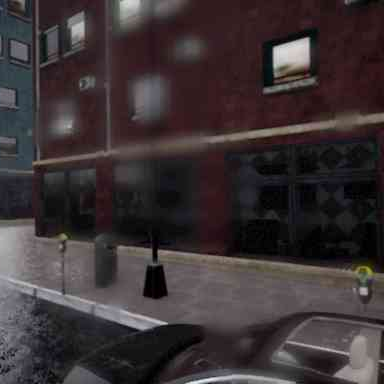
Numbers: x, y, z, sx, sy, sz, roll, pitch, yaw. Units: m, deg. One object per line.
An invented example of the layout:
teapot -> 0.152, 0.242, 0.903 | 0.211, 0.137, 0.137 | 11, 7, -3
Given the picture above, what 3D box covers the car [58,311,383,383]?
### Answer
car -> 0.820, 1.555, 2.147 | 4.403, 1.369, 2.008 | -1, -1, 36
